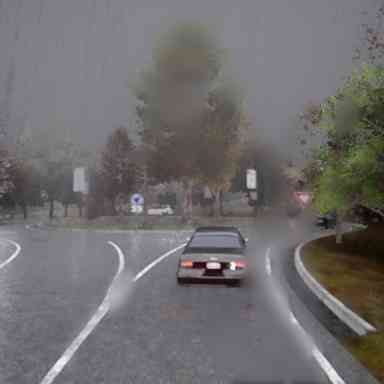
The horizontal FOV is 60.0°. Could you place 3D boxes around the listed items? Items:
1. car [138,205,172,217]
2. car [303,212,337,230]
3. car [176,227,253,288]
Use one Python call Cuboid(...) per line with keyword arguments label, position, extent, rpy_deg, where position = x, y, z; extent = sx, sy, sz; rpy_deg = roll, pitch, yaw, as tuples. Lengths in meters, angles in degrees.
Cuboid(label="car", position=(-5.996, 3.100, 54.167), extent=(5.566, 2.045, 2.150), rpy_deg=(1, -3, -8))
Cuboid(label="car", position=(11.436, 2.526, 29.620), extent=(2.033, 1.411, 5.357), rpy_deg=(-1, -3, 34))
Cuboid(label="car", position=(0.731, 1.717, 9.688), extent=(2.033, 1.411, 5.357), rpy_deg=(0, -2, 6))
